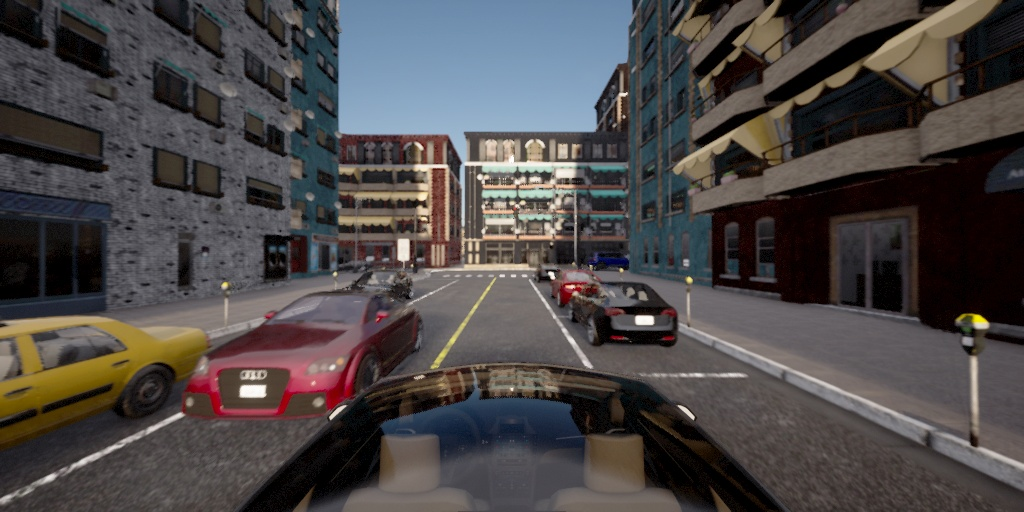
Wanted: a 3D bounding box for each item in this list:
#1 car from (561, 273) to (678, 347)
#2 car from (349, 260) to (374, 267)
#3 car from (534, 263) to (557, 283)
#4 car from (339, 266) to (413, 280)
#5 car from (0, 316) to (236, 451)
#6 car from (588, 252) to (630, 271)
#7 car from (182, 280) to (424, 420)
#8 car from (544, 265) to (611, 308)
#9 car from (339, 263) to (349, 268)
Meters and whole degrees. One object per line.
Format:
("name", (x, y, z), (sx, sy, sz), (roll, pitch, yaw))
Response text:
("car", (2.566, 1.271, 9.033), (1.948, 1.339, 4.313), (0, 0, 0))
("car", (-19.698, 1.218, 45.250), (4.403, 1.370, 2.007), (0, 0, 0))
("car", (2.566, 1.179, 25.725), (1.948, 1.339, 4.313), (0, 0, 0))
("car", (-5.282, 1.239, 14.573), (1.948, 1.339, 4.313), (0, 0, 0))
("car", (-5.295, 1.264, 3.274), (1.751, 1.417, 4.829), (0, 0, 0))
("car", (11.286, 0.548, 39.977), (5.566, 2.045, 2.150), (0, 0, 0))
("car", (-2.848, 1.288, 5.932), (1.994, 1.385, 4.181), (0, 0, 0))
("car", (2.566, 1.219, 14.598), (1.888, 1.381, 4.507), (0, 0, 0))
("car", (-19.655, 1.063, 37.111), (4.097, 1.591, 1.967), (0, 0, 0))
